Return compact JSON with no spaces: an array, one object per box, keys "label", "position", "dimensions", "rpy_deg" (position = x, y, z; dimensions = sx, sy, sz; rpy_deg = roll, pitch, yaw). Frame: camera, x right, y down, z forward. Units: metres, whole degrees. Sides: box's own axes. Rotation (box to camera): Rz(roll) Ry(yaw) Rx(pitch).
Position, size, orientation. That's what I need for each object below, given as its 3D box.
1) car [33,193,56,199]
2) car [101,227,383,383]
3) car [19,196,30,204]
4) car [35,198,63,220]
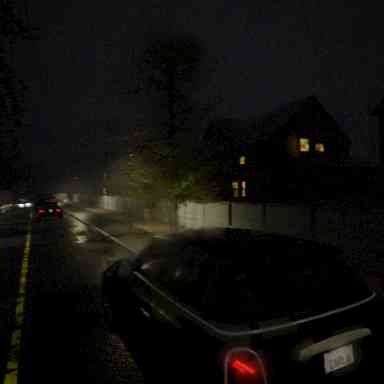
[{"label":"car","position":[-16.641,1.151,37.692],"dimensions":[2.150,2.045,5.566],"rpy_deg":[-2,1,-25]},{"label":"car","position":[0.176,1.258,4.382],"dimensions":[2.097,1.767,4.553],"rpy_deg":[-4,1,-25]},{"label":"car","position":[-32.667,1.484,64.939],"dimensions":[2.128,1.511,4.902],"rpy_deg":[-2,1,-25]},{"label":"car","position":[-11.801,1.481,27.588],"dimensions":[2.033,1.411,5.357],"rpy_deg":[-2,1,-25]}]
